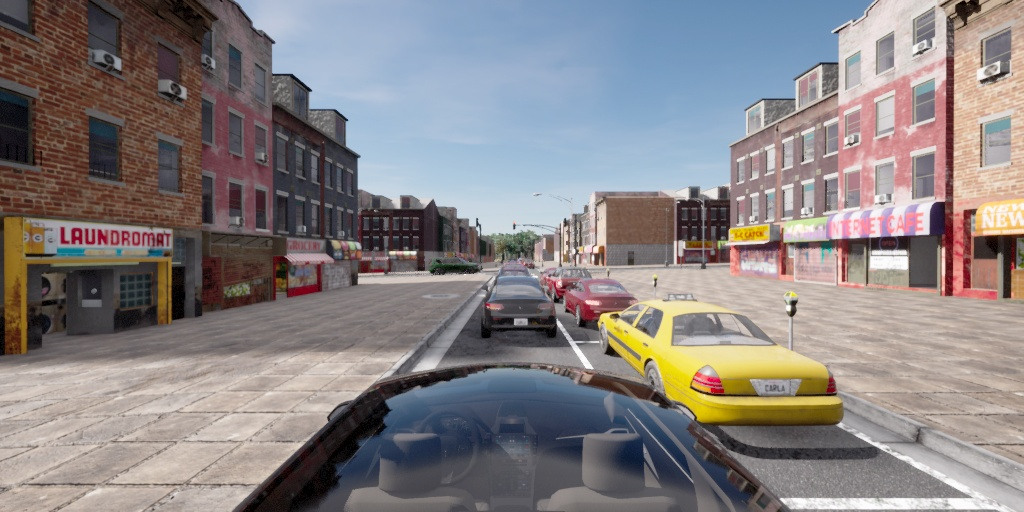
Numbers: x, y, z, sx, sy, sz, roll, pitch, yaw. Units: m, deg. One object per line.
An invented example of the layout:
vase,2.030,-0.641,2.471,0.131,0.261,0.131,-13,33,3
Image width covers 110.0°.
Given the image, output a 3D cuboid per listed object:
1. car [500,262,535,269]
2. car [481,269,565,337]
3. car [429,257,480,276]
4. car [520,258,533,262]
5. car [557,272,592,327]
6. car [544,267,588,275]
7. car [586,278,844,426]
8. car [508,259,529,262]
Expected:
car,0.111,1.248,17.532,2.128,1.511,4.902,0,0,0
car,0.119,1.277,10.140,1.812,1.442,4.674,0,0,-2
car,-6.317,1.166,39.663,5.566,2.045,2.150,-2,0,0
car,2.720,1.316,59.465,1.967,1.591,4.097,0,0,0
car,2.650,1.334,11.192,1.802,1.307,4.207,0,0,0
car,2.658,1.195,16.658,1.967,1.591,4.097,0,0,0
car,2.642,1.275,5.895,1.751,1.417,4.829,0,0,0
car,0.101,1.248,27.093,1.882,1.535,5.008,0,0,0
